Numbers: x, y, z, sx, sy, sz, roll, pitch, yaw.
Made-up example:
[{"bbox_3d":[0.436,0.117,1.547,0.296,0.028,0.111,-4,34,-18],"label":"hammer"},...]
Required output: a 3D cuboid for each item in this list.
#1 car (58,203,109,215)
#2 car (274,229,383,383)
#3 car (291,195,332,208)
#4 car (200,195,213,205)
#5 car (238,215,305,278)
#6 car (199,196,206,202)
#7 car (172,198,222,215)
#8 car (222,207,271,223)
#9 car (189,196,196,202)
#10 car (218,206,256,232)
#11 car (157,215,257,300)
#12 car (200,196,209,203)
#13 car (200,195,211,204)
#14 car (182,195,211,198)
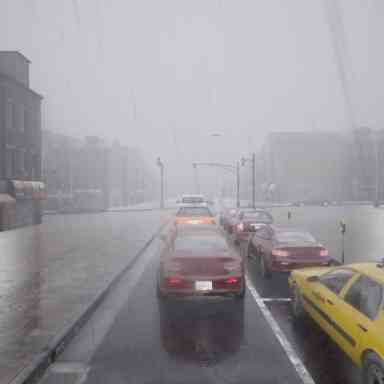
[{"bbox_3d":[-12.454,1.943,38.289,5.357,1.411,2.033,-2,0,0],"label":"car"},{"bbox_3d":[2.641,1.526,4.521,1.752,1.417,4.829,0,0,0],"label":"car"},{"bbox_3d":[14.808,1.112,41.240,4.892,1.490,1.837,-2,0,0],"label":"car"},{"bbox_3d":[2.744,1.474,63.497,2.192,1.841,5.009,-1,0,0],"label":"car"},{"bbox_3d":[2.651,1.585,9.819,1.802,1.307,4.206,0,0,0],"label":"car"},{"bbox_3d":[2.795,1.834,90.678,1.752,1.417,4.829,-1,0,0],"label":"car"},{"bbox_3d":[0.114,1.360,15.697,2.097,1.767,4.553,0,0,0],"label":"car"},{"bbox_3d":[2.660,1.448,15.285,1.967,1.590,4.097,0,0,0],"label":"car"},{"bbox_3d":[0.152,1.755,83.155,1.837,1.490,4.892,0,0,0],"label":"car"},{"bbox_3d":[2.670,1.597,20.751,1.802,1.307,4.206,0,0,0],"label":"car"},{"bbox_3d":[0.137,1.528,8.315,1.812,1.442,4.674,0,0,-2],"label":"car"},{"bbox_3d":[2.764,1.655,74.301,1.967,1.590,4.097,-1,0,0],"label":"car"},{"bbox_3d":[2.754,1.501,68.900,2.192,1.841,5.009,-1,0,0],"label":"car"},{"bbox_3d":[0.080,1.245,25.793,2.150,2.045,5.566,0,0,1],"label":"car"}]
